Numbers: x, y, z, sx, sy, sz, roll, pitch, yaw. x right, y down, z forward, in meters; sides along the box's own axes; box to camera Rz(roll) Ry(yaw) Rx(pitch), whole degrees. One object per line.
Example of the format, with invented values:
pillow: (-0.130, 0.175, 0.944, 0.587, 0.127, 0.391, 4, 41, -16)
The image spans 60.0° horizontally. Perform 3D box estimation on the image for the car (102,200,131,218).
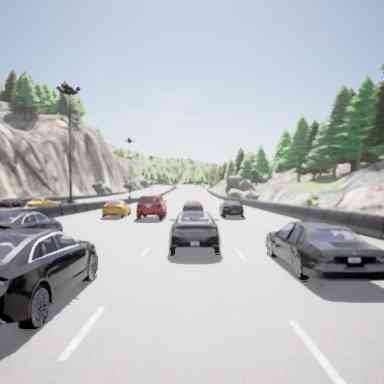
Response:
car: (-6.902, 1.529, 30.812, 1.882, 1.535, 5.008, 0, 0, 0)

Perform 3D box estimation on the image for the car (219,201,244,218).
car: (3.598, 1.531, 30.869, 1.882, 1.535, 5.008, 0, 0, 0)

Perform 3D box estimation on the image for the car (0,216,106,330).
car: (-3.402, 1.503, 6.885, 2.128, 1.511, 4.902, 0, 0, 0)

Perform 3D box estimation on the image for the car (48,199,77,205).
car: (-17.581, 1.677, 45.855, 1.895, 1.301, 4.718, 0, 0, 0)

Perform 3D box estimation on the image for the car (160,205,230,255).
car: (0.098, 1.514, 13.485, 2.128, 1.511, 4.902, 0, 0, 0)

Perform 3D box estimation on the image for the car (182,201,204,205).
car: (0.098, 1.530, 30.852, 1.882, 1.535, 5.008, 0, 0, 0)

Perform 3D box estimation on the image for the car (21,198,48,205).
car: (-21.078, 1.554, 46.082, 1.882, 1.535, 5.008, 0, 0, 0)

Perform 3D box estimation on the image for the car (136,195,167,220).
car: (-3.402, 1.270, 28.642, 2.150, 2.045, 5.566, 0, 0, 0)

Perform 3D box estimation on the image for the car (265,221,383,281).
car: (3.599, 1.564, 9.879, 2.033, 1.411, 5.357, 0, 0, 0)

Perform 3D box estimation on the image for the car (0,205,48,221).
car: (-6.901, 1.514, 13.488, 2.128, 1.511, 4.902, 0, 0, 0)

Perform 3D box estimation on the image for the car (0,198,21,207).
car: (-24.580, 1.675, 45.077, 1.895, 1.301, 4.718, 0, 0, 0)
